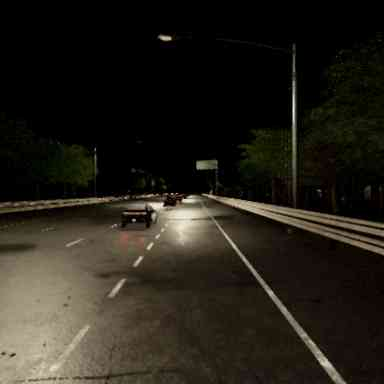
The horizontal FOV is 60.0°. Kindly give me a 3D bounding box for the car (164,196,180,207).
[{"bbox_3d":[-3.373,1.554,52.136,1.837,1.490,4.892,0,0,0],"label":"car"}]

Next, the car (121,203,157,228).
[{"bbox_3d":[-3.482,1.508,22.417,2.128,1.511,4.902,0,0,0],"label":"car"}]

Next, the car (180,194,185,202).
[{"bbox_3d":[-3.207,1.587,77.321,1.812,1.442,4.674,0,0,0],"label":"car"}]
